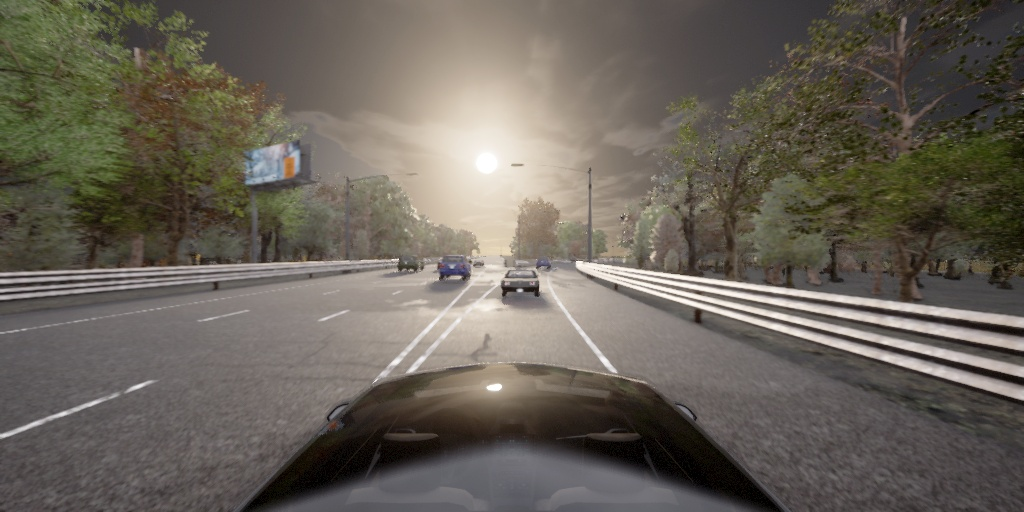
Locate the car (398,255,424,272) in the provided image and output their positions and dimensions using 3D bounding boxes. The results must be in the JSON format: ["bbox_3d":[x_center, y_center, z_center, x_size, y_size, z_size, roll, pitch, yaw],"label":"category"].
[{"bbox_3d":[-12.172,0.886,43.480,2.150,2.045,5.566,0,0,-2],"label":"car"}]

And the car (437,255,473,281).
[{"bbox_3d":[-4.673,0.932,30.093,2.150,2.045,5.566,0,0,-2],"label":"car"}]

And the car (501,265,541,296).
[{"bbox_3d":[0.529,1.343,19.222,1.895,1.301,4.718,0,0,4],"label":"car"}]

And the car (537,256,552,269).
[{"bbox_3d":[5.351,1.102,59.324,2.150,2.045,5.566,0,-1,11],"label":"car"}]
